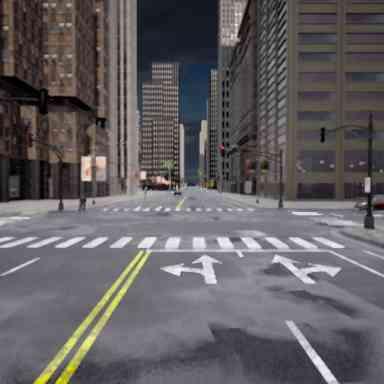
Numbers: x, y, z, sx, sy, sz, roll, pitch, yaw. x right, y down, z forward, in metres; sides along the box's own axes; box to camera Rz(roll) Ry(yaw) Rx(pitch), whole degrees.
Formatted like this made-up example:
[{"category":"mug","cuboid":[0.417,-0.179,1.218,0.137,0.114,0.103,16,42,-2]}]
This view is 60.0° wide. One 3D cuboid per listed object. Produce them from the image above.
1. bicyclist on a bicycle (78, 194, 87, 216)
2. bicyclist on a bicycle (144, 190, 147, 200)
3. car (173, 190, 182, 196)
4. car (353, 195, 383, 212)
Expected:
[{"category":"bicyclist on a bicycle","cuboid":[-8.752,1.029,26.479,0.659,1.776,1.843,0,1,0]},{"category":"bicyclist on a bicycle","cuboid":[-8.755,0.589,62.151,0.659,1.776,1.843,0,1,0]},{"category":"car","cuboid":[-3.257,0.259,76.202,1.895,1.301,4.718,0,1,0]},{"category":"car","cuboid":[16.676,0.972,29.759,4.097,1.590,1.967,0,2,0]}]
